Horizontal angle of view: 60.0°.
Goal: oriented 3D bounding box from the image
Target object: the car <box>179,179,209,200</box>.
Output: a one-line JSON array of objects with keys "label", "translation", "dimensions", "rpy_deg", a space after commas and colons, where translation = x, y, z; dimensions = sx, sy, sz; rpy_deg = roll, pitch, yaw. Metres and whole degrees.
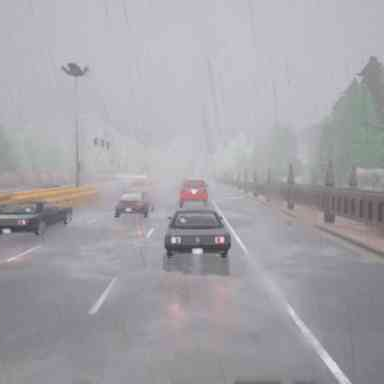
[{"label": "car", "translation": [0.157, -0.017, 26.262], "dimensions": [2.150, 2.045, 5.566], "rpy_deg": [0, 3, 0]}]

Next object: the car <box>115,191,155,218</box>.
[{"label": "car", "translation": [-3.374, 0.651, 20.008], "dimensions": [1.812, 1.442, 4.674], "rpy_deg": [0, 3, 0]}]

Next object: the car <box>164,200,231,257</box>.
[{"label": "car", "translation": [0.108, 1.222, 11.345], "dimensions": [1.895, 1.301, 4.718], "rpy_deg": [0, 3, -1]}]

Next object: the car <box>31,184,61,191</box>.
[{"label": "car", "translation": [-13.914, -0.042, 32.040], "dimensions": [2.128, 1.511, 4.902], "rpy_deg": [0, 3, 0]}]

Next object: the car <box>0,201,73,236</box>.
[{"label": "car", "translation": [-6.894, 1.038, 14.611], "dimensions": [1.895, 1.301, 4.718], "rpy_deg": [0, 3, 0]}]
